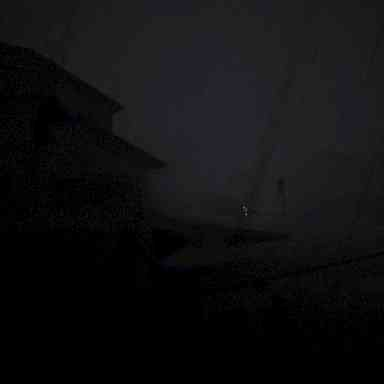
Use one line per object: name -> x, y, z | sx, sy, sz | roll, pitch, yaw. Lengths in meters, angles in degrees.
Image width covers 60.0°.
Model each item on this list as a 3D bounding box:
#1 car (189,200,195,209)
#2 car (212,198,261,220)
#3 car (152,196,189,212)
car -> -1.453, 1.526, 43.447 | 1.812, 1.442, 4.674 | 0, 0, -35
car -> 3.819, 1.351, 28.768 | 2.097, 1.767, 4.553 | 0, 0, -36
car -> -2.785, 1.351, 38.111 | 2.097, 1.767, 4.553 | 0, 0, -35
